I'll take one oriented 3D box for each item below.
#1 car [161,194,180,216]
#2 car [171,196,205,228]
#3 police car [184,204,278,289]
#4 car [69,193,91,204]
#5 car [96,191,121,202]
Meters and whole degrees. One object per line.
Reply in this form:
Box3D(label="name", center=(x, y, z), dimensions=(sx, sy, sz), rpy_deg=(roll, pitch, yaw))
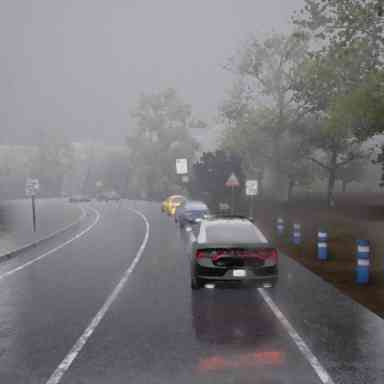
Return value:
Box3D(label="car", center=(-1.216, 0.937, 25.693), dimensions=(1.801, 1.575, 5.366), rpy_deg=(-2, 2, -14))
Box3D(label="car", center=(0.038, 1.201, 19.362), dimensions=(1.812, 1.442, 4.674), rpy_deg=(-1, 2, -8))
Box3D(label="police car", center=(0.866, 1.369, 9.187), dimensions=(1.930, 1.638, 5.238), rpy_deg=(0, 1, -2))
Box3D(label="car", center=(-15.334, 0.860, 45.329), dimensions=(1.994, 1.385, 4.181), rpy_deg=(-5, 3, -36))
Box3D(label="car", center=(-11.733, 0.610, 46.444), dimensions=(2.033, 1.411, 5.357), rpy_deg=(-5, 3, -35))
